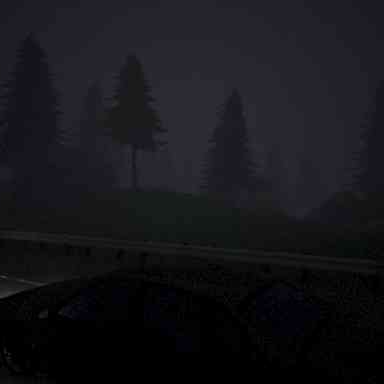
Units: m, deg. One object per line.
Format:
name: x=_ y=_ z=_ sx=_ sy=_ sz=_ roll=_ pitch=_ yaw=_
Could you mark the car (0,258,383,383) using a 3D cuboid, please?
car: x=-0.279 y=1.551 z=3.898 sx=5.357 sy=1.411 sz=2.033 roll=0 pitch=0 yaw=33
